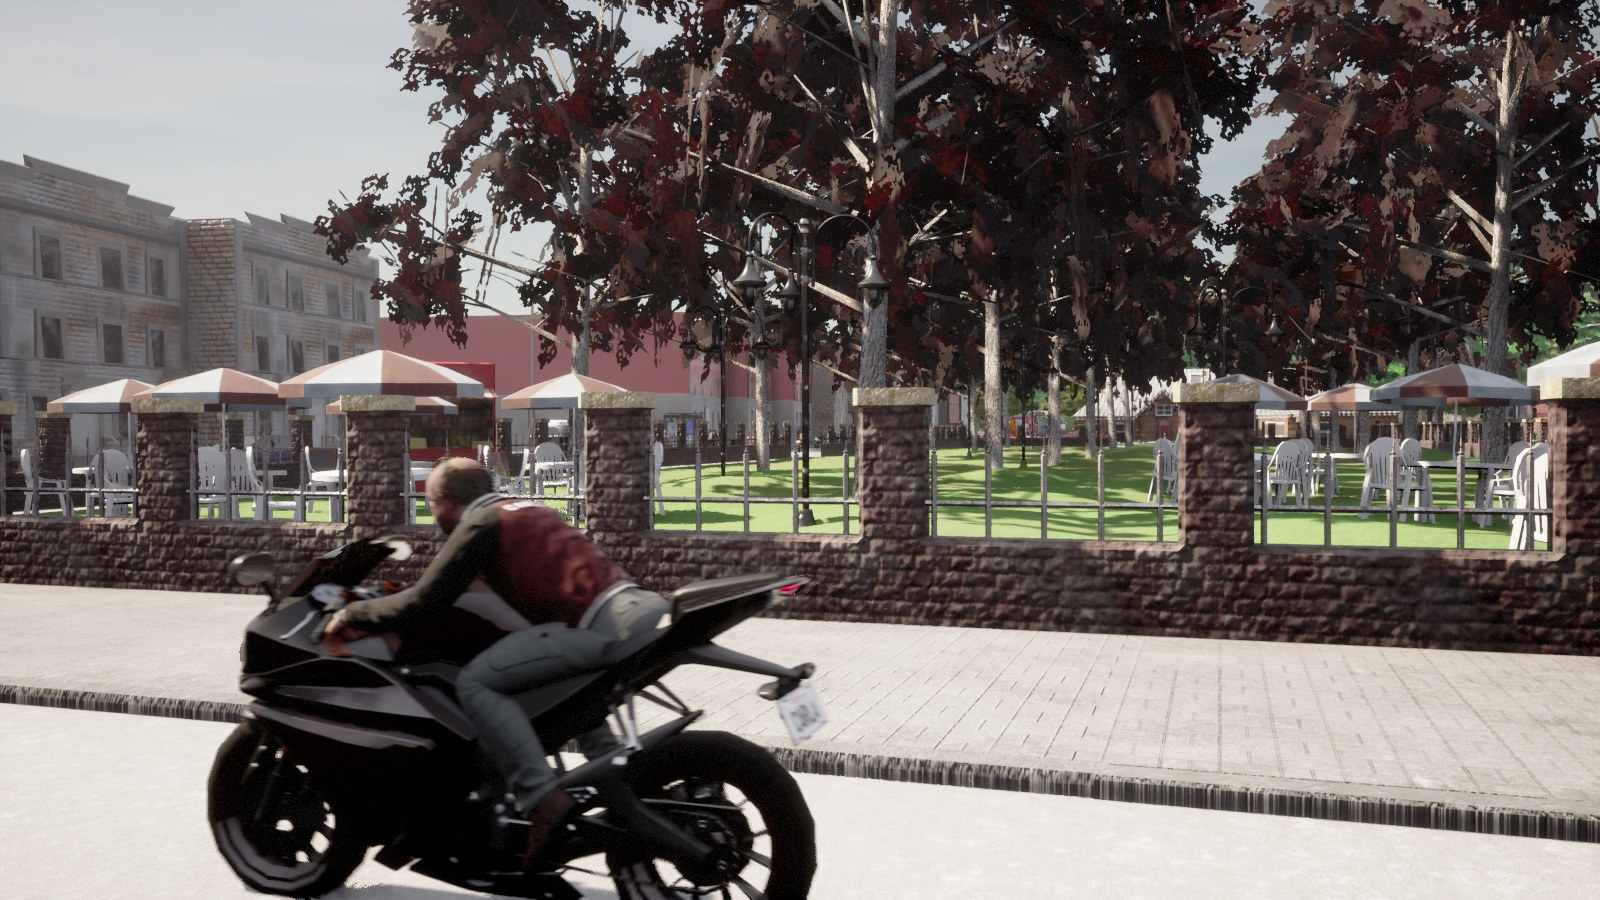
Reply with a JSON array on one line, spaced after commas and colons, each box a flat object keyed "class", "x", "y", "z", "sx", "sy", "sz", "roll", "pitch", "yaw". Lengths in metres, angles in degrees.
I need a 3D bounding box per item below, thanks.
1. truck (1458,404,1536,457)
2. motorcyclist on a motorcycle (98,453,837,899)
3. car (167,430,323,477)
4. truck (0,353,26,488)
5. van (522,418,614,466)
[{"class": "truck", "x": 47.844, "y": -1.360, "z": 86.422, "sx": 2.891, "sy": 3.462, "sz": 7.936, "roll": 0, "pitch": 1, "yaw": 15}, {"class": "motorcyclist on a motorcycle", "x": -1.056, "y": 0.793, "z": 4.066, "sx": 2.191, "sy": 1.530, "sz": 0.866, "roll": 1, "pitch": 1, "yaw": 18}, {"class": "car", "x": -18.661, "y": 0.076, "z": 42.487, "sx": 2.163, "sy": 1.488, "sz": 4.792, "roll": 1, "pitch": 1, "yaw": 18}, {"class": "truck", "x": -22.923, "y": -0.716, "z": 29.629, "sx": 2.891, "sy": 3.462, "sz": 7.936, "roll": 1, "pitch": 1, "yaw": 18}, {"class": "van", "x": -10.160, "y": -0.375, "z": 55.381, "sx": 2.069, "sy": 2.038, "sz": 4.480, "roll": 1, "pitch": 1, "yaw": 18}]
